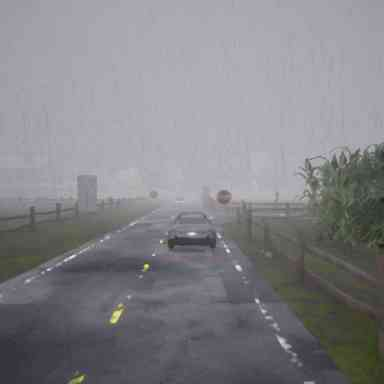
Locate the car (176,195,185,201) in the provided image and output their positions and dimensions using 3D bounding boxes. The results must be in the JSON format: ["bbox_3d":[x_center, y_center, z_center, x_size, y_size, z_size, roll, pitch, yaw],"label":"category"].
[{"bbox_3d":[-2.750,1.441,78.547,1.994,1.385,4.181,0,0,0],"label":"car"}]

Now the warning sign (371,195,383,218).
[{"bbox_3d":[15.867,1.202,27.821,1.060,1.860,1.300,0,1,0],"label":"warning sign"}]

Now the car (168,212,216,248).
[{"bbox_3d":[0.000,1.564,14.652,1.994,1.385,4.181,0,0,0],"label":"car"}]
